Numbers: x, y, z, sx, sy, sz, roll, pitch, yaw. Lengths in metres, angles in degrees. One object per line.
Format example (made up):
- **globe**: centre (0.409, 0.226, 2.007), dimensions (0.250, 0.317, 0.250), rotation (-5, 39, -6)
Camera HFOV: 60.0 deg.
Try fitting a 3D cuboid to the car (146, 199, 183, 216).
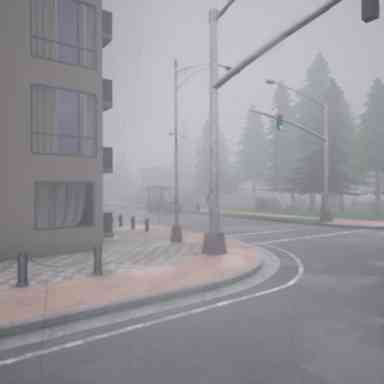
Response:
- **car**: centre (-2.755, 1.400, 31.940), dimensions (1.837, 1.490, 4.892), rotation (0, 0, -35)
